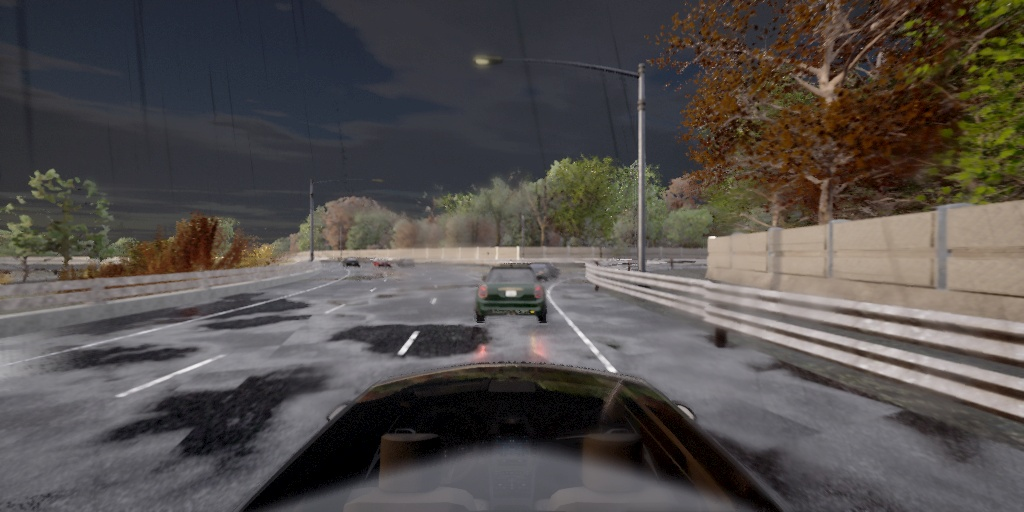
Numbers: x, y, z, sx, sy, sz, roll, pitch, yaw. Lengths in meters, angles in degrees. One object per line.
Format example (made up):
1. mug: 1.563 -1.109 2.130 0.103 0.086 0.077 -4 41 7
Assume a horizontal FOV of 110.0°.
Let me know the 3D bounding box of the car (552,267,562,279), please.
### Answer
1. car: 2.369 1.175 27.556 2.033 1.411 5.357 0 0 21

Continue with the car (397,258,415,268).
1. car: -16.516 1.005 55.612 2.128 1.511 4.902 0 0 -31

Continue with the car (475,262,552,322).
1. car: 0.026 1.053 12.175 2.097 1.767 4.553 0 0 1

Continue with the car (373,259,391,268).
1. car: -19.745 1.123 54.275 1.895 1.301 4.718 0 0 -32

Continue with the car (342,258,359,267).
1. car: -25.710 0.992 57.008 1.882 1.535 5.008 0 0 -34
